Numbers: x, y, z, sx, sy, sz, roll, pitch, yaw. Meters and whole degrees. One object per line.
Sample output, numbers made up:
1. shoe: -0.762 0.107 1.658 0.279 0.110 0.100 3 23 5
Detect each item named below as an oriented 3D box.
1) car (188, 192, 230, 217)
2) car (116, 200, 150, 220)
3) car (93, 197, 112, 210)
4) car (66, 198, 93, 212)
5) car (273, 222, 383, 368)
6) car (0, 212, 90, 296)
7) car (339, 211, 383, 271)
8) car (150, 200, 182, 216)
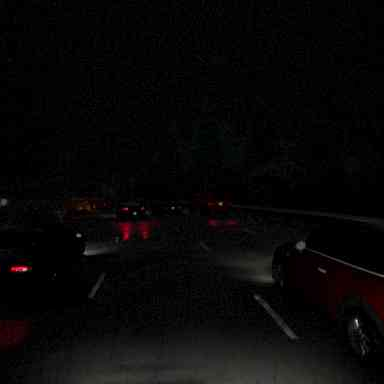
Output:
1. car: 1.407 1.052 29.593 2.150 2.045 5.566 0 0 -20
2. car: -4.960 1.392 26.556 1.812 1.442 4.674 0 0 -19
3. car: -11.082 1.286 39.824 1.882 1.535 5.008 0 1 -29
4. car: -11.306 1.326 32.817 1.882 1.535 5.008 0 0 -25
5. car: 3.030 1.310 5.923 2.097 1.767 4.553 0 0 -4
6. car: -4.164 1.510 8.691 2.033 1.411 5.357 0 0 -7
7. car: 6.240 1.436 9.108 1.837 1.490 4.892 0 0 -6
8. car: -2.517 1.386 30.236 2.033 1.411 5.357 0 0 -21
